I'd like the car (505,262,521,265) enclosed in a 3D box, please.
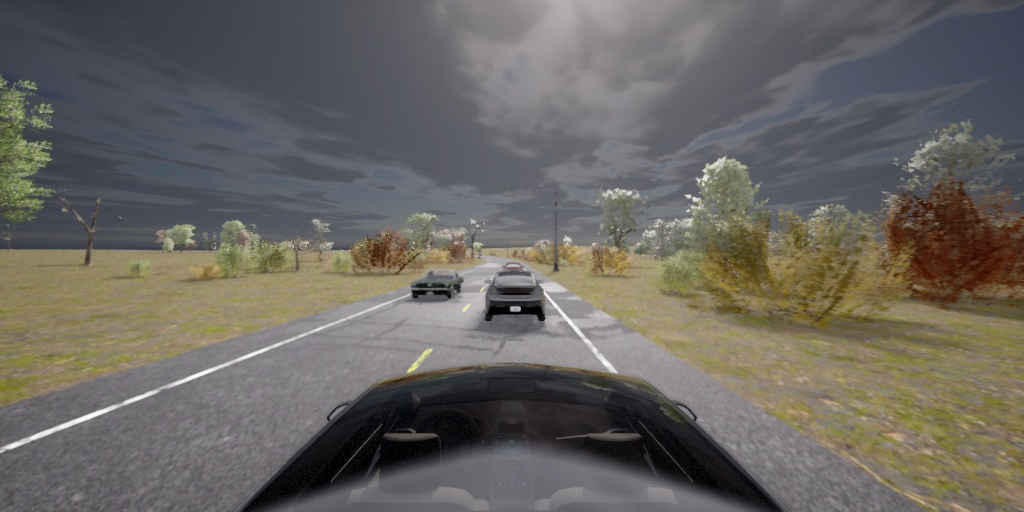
[{"bbox_3d":[0.091,1.239,30.631,1.812,1.442,4.674,0,0,0],"label":"car"}]

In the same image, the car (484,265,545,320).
[{"bbox_3d":[0.089,1.246,12.552,1.837,1.490,4.892,0,0,0],"label":"car"}]

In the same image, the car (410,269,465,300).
[{"bbox_3d":[-3.592,1.336,17.902,1.895,1.301,4.718,0,0,0],"label":"car"}]
